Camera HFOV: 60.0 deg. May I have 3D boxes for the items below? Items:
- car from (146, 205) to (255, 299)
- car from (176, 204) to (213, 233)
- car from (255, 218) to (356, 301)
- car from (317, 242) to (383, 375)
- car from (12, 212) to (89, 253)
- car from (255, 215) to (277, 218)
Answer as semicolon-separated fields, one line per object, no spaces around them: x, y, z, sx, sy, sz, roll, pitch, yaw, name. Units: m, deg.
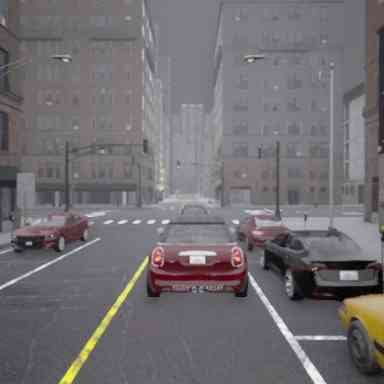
0.117;1.351;8.644;2.097;1.767;4.553;0;0;0;car
0.136;1.546;21.166;2.033;1.411;5.357;0;0;0;car
2.884;1.565;8.181;1.947;1.339;4.313;-1;0;0;car
2.872;1.525;2.764;1.752;1.417;4.829;-1;0;0;car
-5.651;1.544;13.781;1.887;1.381;4.507;-1;0;0;car
2.895;1.581;13.766;1.802;1.307;4.206;-1;0;0;car
